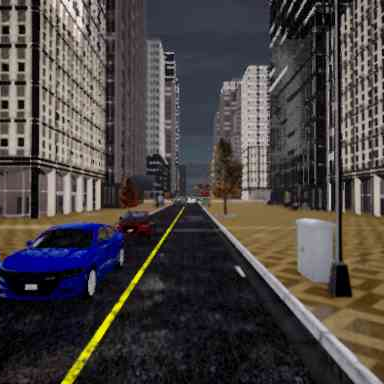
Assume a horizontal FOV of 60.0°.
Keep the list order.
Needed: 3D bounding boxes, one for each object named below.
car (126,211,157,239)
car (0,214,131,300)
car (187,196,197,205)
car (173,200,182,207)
[{"bbox_3d":[-3.100,1.776,18.765,1.994,1.385,4.181,0,-1,0],"label":"car"},{"bbox_3d":[-3.100,1.579,8.890,1.882,1.535,5.008,0,-1,0],"label":"car"},{"bbox_3d":[-0.035,2.062,82.694,2.150,2.045,5.566,0,-1,0],"label":"car"},{"bbox_3d":[-3.029,2.287,69.547,2.033,1.411,5.357,0,-1,0],"label":"car"}]
